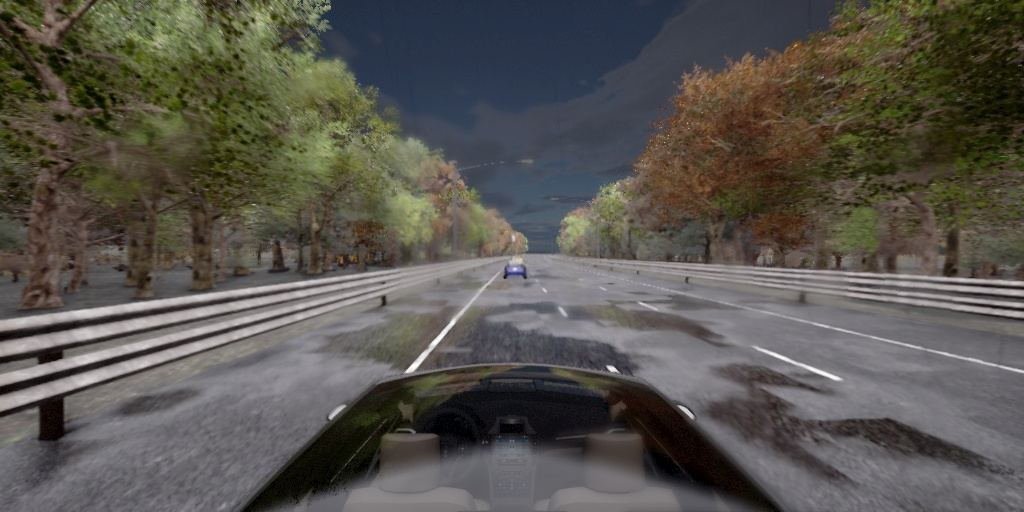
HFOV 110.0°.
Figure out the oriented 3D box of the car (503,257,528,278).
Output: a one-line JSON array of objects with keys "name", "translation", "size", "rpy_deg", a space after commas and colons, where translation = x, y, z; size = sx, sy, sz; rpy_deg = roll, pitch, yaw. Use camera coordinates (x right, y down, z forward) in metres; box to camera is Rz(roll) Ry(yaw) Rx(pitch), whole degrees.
[{"name": "car", "translation": [0.305, 1.116, 31.731], "size": [2.163, 1.488, 4.792], "rpy_deg": [0, 0, 1]}]
